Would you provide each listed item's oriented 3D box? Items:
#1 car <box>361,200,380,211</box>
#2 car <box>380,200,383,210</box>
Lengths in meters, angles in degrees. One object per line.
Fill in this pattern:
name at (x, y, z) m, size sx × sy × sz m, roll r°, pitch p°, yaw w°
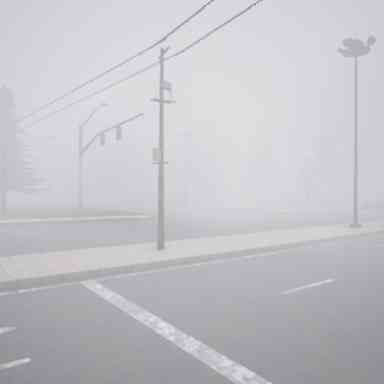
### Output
car at (25.513, 1.824, 46.340) m, size 5.008 × 1.535 × 1.882 m, roll 1°, pitch 0°, yaw -35°
car at (27.185, 1.565, 43.244) m, size 5.566 × 2.045 × 2.150 m, roll 1°, pitch 0°, yaw -36°
